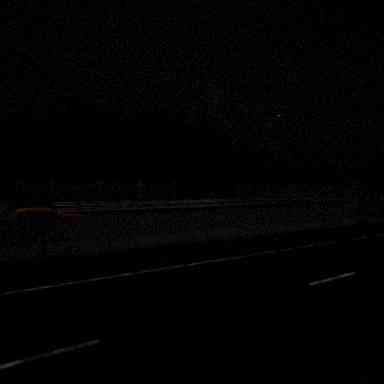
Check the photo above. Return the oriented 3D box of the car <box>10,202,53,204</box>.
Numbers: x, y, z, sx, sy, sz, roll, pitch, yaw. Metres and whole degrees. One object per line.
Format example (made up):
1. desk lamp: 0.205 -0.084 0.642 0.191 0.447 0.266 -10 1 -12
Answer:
1. car: -9.684 1.351 18.581 4.553 1.767 2.097 0 0 -35

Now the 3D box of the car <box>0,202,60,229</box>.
1. car: -11.428 1.490 21.635 4.902 1.511 2.128 0 0 -35

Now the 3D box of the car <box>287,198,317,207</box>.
1. car: 14.364 1.486 43.433 4.902 1.511 2.128 0 0 -38

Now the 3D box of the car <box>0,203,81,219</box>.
1. car: -7.777 1.476 15.642 5.008 1.535 1.882 0 0 -35

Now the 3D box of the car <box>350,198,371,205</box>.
1. car: 24.039 1.562 46.889 4.181 1.385 1.994 0 0 -35

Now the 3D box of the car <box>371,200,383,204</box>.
1. car: 26.161 1.562 44.105 4.181 1.385 1.994 0 0 -35
